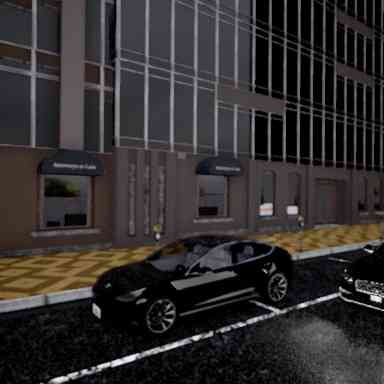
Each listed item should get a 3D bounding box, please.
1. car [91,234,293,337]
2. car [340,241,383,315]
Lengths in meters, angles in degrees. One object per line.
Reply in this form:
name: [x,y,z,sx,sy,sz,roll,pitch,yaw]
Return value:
car: [0.223,1.581,6.697,4.313,1.339,1.947,0,0,-35]
car: [5.050,1.536,6.947,4.892,1.490,1.837,0,0,-35]
